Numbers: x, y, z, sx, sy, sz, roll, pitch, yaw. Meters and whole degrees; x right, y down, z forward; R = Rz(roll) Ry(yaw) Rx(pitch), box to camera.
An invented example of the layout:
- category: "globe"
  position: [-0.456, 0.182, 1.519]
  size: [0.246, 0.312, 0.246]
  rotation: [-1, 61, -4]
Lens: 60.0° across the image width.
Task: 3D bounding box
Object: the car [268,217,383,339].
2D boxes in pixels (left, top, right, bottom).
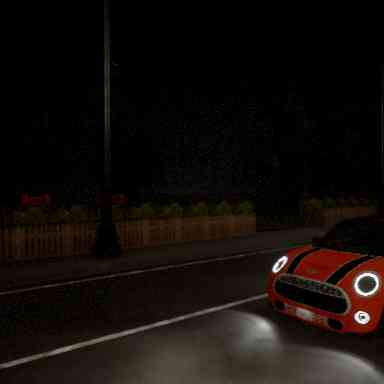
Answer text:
- category: "car"
  position: [3.603, 1.318, 6.542]
  size: [4.553, 1.767, 2.097]
  rotation: [0, 0, -35]
